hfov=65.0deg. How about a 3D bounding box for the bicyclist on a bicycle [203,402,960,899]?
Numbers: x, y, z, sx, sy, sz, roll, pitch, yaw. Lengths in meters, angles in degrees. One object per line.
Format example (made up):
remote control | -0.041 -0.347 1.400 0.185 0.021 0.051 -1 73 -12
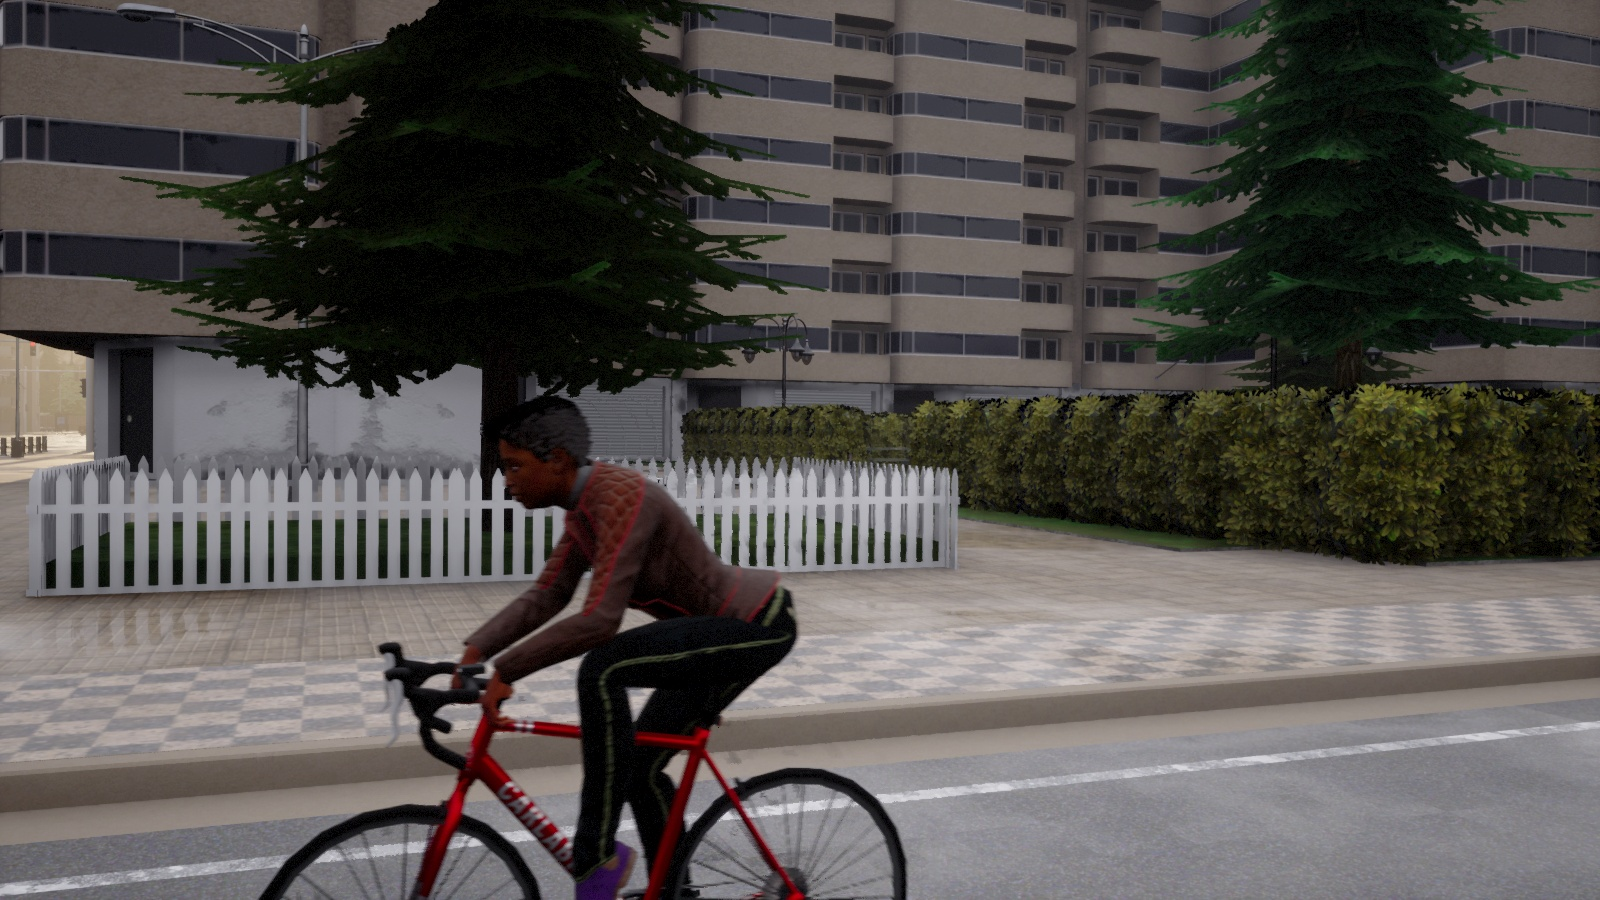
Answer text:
bicyclist on a bicycle | -0.492 0.707 3.052 1.656 1.620 0.582 -1 1 -21
